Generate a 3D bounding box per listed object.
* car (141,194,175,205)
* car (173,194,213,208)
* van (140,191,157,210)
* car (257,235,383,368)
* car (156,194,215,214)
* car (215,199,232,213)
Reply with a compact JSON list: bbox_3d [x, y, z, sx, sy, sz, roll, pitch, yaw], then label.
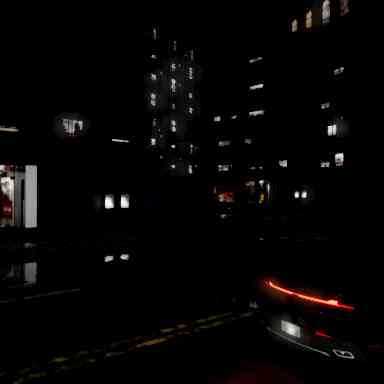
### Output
[{"bbox_3d":[-4.345,0.961,42.564,4.206,1.307,1.802,1,0,37],"label":"car"},{"bbox_3d":[0.069,1.041,39.241,4.403,1.369,2.008,1,0,37],"label":"car"},{"bbox_3d":[-4.993,0.817,32.568,3.998,1.788,1.690,1,0,37],"label":"van"},{"bbox_3d":[3.260,1.507,5.639,4.892,1.490,1.837,0,0,-35],"label":"car"},{"bbox_3d":[-0.585,1.137,29.243,4.403,1.369,2.008,1,0,37],"label":"car"},{"bbox_3d":[1.447,1.129,30.938,4.674,1.442,1.812,1,1,37],"label":"car"}]
